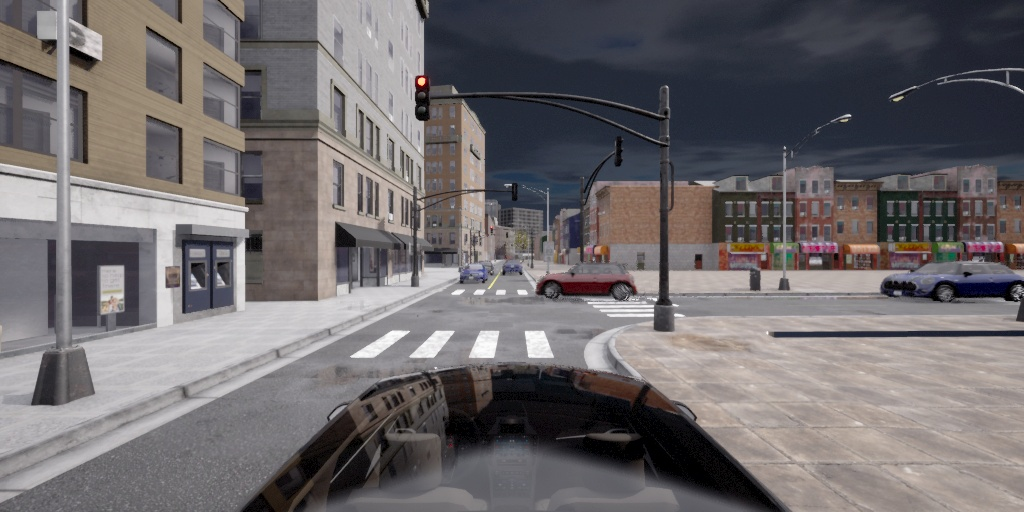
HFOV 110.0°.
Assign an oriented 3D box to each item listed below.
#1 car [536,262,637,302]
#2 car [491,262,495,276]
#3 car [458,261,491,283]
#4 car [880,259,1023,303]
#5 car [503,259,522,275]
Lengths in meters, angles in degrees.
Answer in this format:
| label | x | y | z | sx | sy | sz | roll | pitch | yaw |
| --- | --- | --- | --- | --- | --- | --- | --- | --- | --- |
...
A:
| label | x | y | z | sx | sy | sz | roll | pitch | yaw |
| --- | --- | --- | --- | --- | --- | --- | --- | --- | --- |
| car | 3.445 | 1.085 | 16.763 | 4.553 | 1.767 | 2.097 | 0 | 0 | 18 |
| car | -2.884 | 1.262 | 38.023 | 1.837 | 1.490 | 4.892 | 0 | 0 | 0 |
| car | -2.872 | 1.279 | 27.775 | 1.812 | 1.442 | 4.674 | 0 | 0 | 0 |
| car | 19.051 | 1.023 | 15.631 | 4.553 | 1.767 | 2.097 | 0 | 0 | 0 |
| car | 0.040 | 1.110 | 40.112 | 2.097 | 1.767 | 4.553 | 0 | 0 | 0 |
